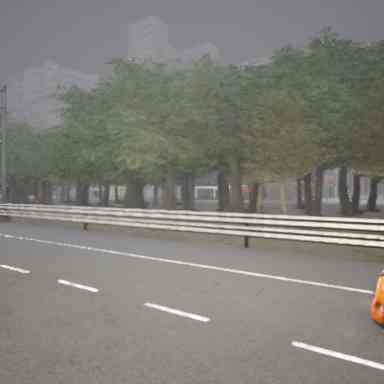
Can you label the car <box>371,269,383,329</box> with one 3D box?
[{"bbox_3d":[5.059,1.353,4.561,4.553,1.767,2.097,0,0,36],"label":"car"}]
